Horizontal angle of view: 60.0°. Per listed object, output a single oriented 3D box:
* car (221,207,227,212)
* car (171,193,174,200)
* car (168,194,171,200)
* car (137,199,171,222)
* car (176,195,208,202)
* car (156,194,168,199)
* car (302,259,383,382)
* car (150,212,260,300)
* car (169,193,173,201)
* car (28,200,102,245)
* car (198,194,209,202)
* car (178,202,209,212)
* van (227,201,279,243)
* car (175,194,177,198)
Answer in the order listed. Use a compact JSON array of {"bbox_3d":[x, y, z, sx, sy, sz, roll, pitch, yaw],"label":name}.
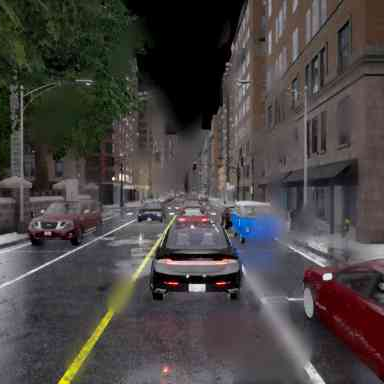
[{"bbox_3d":[2.838,1.557,21.319,1.947,1.339,4.313,0,0,0],"label":"car"},{"bbox_3d":[-5.731,1.490,75.653,1.887,1.381,4.507,0,0,0],"label":"car"},{"bbox_3d":[-5.722,1.501,64.751,2.008,1.369,4.403,0,0,0],"label":"car"},{"bbox_3d":[-3.022,1.542,26.112,2.033,1.411,5.357,0,0,0],"label":"car"},{"bbox_3d":[0.026,1.338,27.565,2.097,1.767,4.553,0,0,2],"label":"car"},{"bbox_3d":[-5.718,1.479,59.131,1.752,1.417,4.829,0,0,0],"label":"car"},{"bbox_3d":[2.851,1.544,4.338,1.887,1.381,4.507,0,0,0],"label":"car"},{"bbox_3d":[0.093,1.490,8.346,2.128,1.511,4.902,0,0,0],"label":"car"},{"bbox_3d":[-5.727,1.492,70.202,1.887,1.381,4.507,0,0,0],"label":"car"},{"bbox_3d":[-5.682,1.310,15.612,2.192,1.841,5.009,0,0,0],"label":"car"},{"bbox_3d":[2.793,1.386,75.696,1.967,1.590,4.097,0,0,0],"label":"car"},{"bbox_3d":[0.088,1.519,18.608,1.812,1.442,4.674,0,0,0],"label":"car"},{"bbox_3d":[2.842,1.336,15.659,1.690,1.788,3.998,0,0,0],"label":"van"},{"bbox_3d":[-5.740,1.495,86.554,2.008,1.369,4.403,0,0,0],"label":"car"}]
